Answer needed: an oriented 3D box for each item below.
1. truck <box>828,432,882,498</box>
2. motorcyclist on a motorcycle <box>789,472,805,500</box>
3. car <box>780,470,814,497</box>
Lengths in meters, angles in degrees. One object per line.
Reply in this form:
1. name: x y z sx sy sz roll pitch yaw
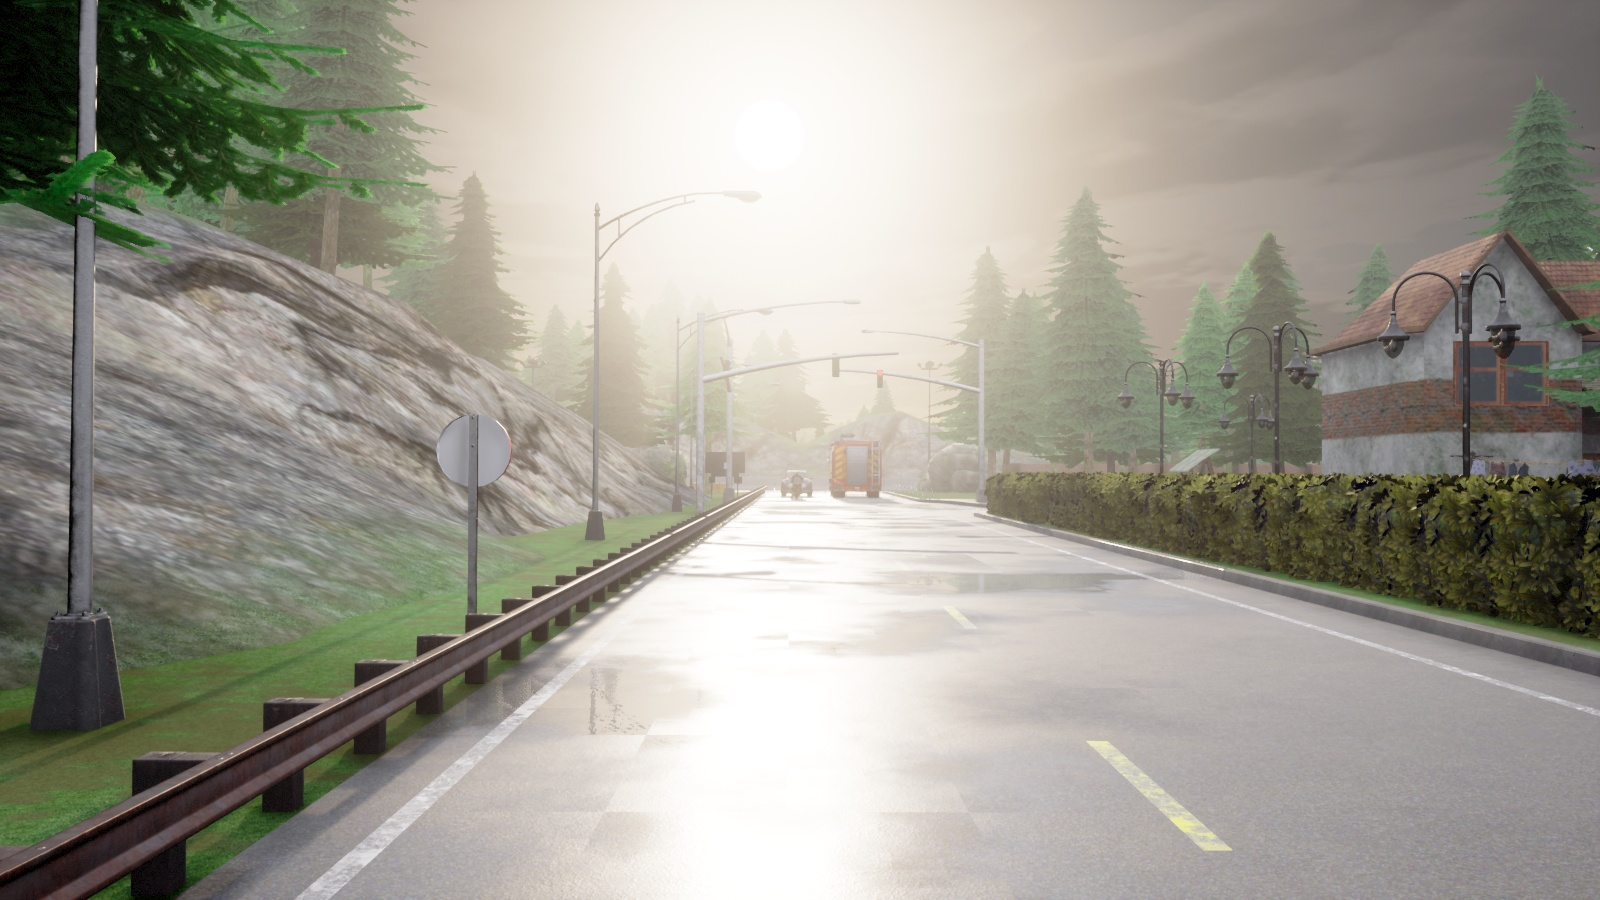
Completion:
1. truck: 3.313 0.931 77.298 2.891 3.827 8.468 0 -1 0
2. motorcyclist on a motorcycle: -0.166 2.027 70.237 0.866 1.530 2.191 0 -1 0
3. car: -0.185 2.057 78.262 2.033 1.649 4.856 0 -1 0
